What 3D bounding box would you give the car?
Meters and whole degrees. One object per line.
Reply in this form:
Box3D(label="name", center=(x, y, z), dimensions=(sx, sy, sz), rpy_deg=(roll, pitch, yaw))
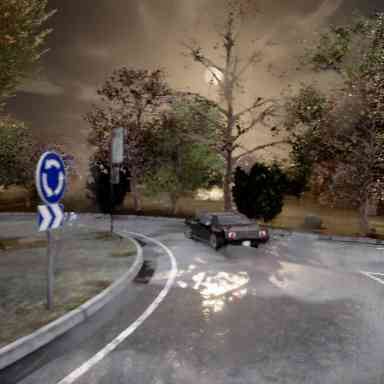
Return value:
Box3D(label="car", center=(1.184, 1.508, 13.848), dimensions=(1.895, 1.301, 4.718), rpy_deg=(0, 0, -19))
